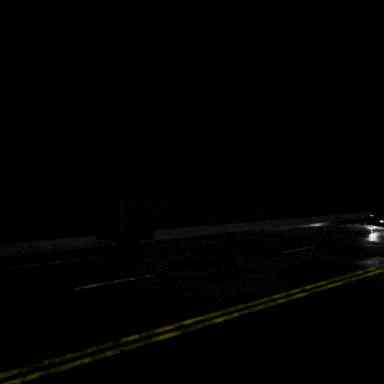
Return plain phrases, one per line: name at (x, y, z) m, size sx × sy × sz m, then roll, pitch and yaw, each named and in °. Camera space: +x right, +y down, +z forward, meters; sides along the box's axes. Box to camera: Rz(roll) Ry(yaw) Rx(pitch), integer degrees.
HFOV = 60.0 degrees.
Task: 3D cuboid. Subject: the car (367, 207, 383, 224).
car at (13.377, 1.317, 21.207) m, size 5.357 × 1.411 × 2.033 m, roll -1°, pitch 0°, yaw -35°
